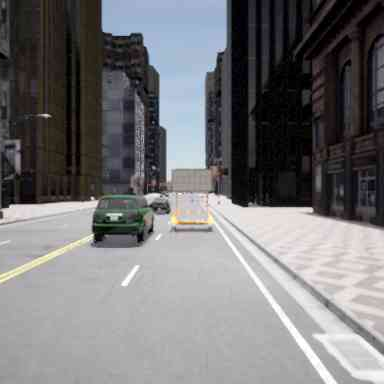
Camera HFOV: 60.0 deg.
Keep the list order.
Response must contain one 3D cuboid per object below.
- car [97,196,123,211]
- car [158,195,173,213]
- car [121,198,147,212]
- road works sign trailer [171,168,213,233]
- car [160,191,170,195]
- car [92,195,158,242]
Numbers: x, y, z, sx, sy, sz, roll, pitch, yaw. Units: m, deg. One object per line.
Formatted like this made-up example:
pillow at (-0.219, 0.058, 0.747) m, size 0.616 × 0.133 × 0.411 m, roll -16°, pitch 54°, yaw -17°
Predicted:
car at (-9.832, 1.339, 40.286) m, size 1.882 × 1.535 × 5.008 m, roll 0°, pitch 0°, yaw 0°
car at (-3.142, 1.386, 34.417) m, size 1.837 × 1.490 × 4.892 m, roll 0°, pitch 0°, yaw 0°
car at (-6.588, 1.416, 38.276) m, size 2.033 × 1.411 × 5.357 m, roll 0°, pitch 0°, yaw 0°
road works sign trailer at (0.004, 0.396, 19.209) m, size 2.380 × 3.560 × 2.880 m, roll 0°, pitch 0°, yaw 0°
car at (-6.483, 0.709, 80.126) m, size 2.150 × 2.045 × 5.566 m, roll 0°, pitch 0°, yaw 0°
car at (-3.146, 1.163, 16.114) m, size 2.150 × 2.045 × 5.566 m, roll 0°, pitch 0°, yaw 0°
